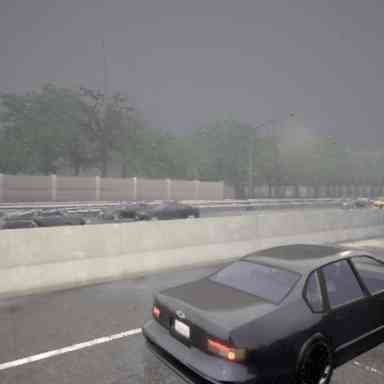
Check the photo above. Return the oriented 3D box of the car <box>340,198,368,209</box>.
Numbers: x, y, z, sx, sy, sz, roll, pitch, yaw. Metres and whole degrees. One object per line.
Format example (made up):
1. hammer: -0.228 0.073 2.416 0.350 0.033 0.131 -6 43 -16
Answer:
1. car: 22.162 1.543 45.266 4.902 1.511 2.128 0 0 -35

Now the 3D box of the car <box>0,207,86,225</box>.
1. car: -7.588 1.492 15.769 4.902 1.511 2.128 0 0 -35

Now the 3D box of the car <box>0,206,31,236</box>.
1. car: -11.469 1.549 17.290 5.357 1.411 2.033 0 0 -35

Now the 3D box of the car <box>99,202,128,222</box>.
1. car: -4.834 1.496 26.090 4.902 1.511 2.128 0 0 -37

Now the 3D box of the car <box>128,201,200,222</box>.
1. car: -1.734 1.483 24.208 5.008 1.535 1.882 0 0 -36

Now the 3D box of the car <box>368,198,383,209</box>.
1. car: 25.595 1.530 43.391 5.008 1.535 1.882 1 0 -35

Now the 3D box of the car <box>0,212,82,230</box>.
1. car: -6.742 1.602 12.077 4.718 1.301 1.895 0 0 -35

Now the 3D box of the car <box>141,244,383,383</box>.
1. car: 1.937 1.548 5.120 5.357 1.411 2.033 0 0 -35
